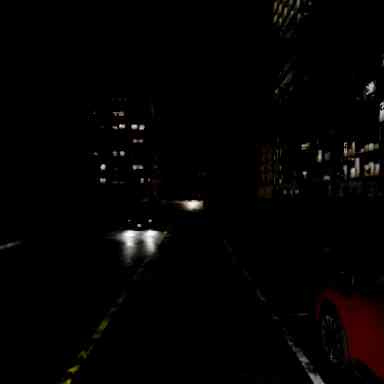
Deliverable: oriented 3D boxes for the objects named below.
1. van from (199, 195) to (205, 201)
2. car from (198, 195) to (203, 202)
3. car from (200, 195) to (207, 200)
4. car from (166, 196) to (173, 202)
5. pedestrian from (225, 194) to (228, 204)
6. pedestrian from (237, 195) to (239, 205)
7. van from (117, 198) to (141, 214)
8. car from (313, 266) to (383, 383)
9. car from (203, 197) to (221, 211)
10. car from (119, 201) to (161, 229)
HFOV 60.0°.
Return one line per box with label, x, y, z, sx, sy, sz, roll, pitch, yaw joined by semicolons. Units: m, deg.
van;2.681;1.605;91.217;1.690;1.788;3.998;0;0;0
car;2.681;1.557;85.691;2.192;1.841;5.009;0;0;0
car;2.684;1.655;53.447;1.752;1.417;4.829;0;0;0
car;-5.697;1.792;85.689;2.008;1.369;4.403;0;0;0
pedestrian;6.132;1.193;59.158;0.375;1.860;0.375;0;0;0
pedestrian;8.132;1.409;58.558;0.375;1.860;0.375;0;0;0
van;-5.695;1.405;30.746;1.690;1.788;3.998;0;0;0
car;2.686;1.319;2.589;2.192;1.841;5.009;0;0;0
car;2.684;1.661;42.012;1.947;1.339;4.313;0;0;0
car;-3.103;1.592;22.205;2.033;1.411;5.357;0;0;0
